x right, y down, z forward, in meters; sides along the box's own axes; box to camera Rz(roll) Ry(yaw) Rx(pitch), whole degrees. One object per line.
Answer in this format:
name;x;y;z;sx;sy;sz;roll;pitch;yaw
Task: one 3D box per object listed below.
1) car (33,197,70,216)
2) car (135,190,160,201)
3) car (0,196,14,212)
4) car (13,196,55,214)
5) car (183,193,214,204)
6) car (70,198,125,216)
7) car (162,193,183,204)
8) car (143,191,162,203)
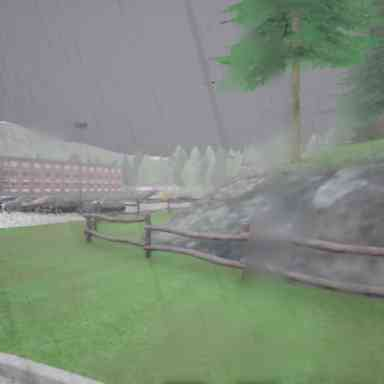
car;-11.083;1.337;29.292;1.895;1.301;4.718;0;1;29
car;-7.368;0.678;57.090;2.150;2.045;5.566;0;0;30
car;-16.644;1.200;33.677;2.128;1.511;4.902;0;1;29
car;-13.800;1.198;31.597;1.882;1.535;5.008;0;1;29
car;1.047;0.970;50.675;1.882;1.535;5.008;0;0;30
car;-7.626;1.263;28.292;1.812;1.442;4.674;0;1;29
car;-2.130;0.964;52.174;1.882;1.535;5.008;0;0;30
car;-5.181;0.955;53.888;1.882;1.535;5.008;0;0;30
